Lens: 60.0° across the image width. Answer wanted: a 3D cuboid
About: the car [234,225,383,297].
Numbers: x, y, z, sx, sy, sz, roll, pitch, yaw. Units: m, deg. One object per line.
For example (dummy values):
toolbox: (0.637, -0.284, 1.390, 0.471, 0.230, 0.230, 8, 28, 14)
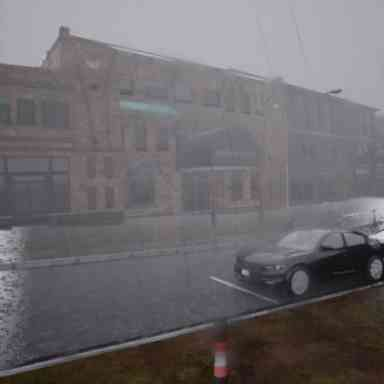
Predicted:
car: (3.490, 1.749, 9.452, 5.008, 1.535, 2.097, 1, -1, -30)
